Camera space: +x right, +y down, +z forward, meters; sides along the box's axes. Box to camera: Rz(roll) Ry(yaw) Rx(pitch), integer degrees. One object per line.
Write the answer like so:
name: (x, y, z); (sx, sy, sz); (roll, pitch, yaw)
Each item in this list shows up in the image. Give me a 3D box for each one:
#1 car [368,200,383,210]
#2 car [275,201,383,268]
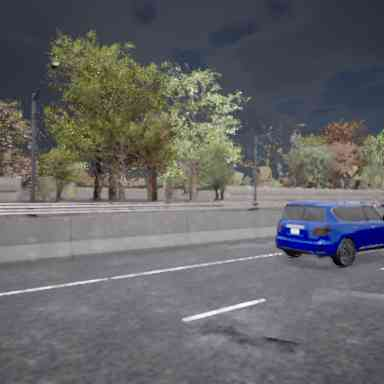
car: (32.542, 2.219, 57.183); (4.902, 1.511, 2.128); (1, 0, -35)
car: (5.439, 1.351, 12.000); (5.566, 2.045, 2.150); (0, 0, -35)
